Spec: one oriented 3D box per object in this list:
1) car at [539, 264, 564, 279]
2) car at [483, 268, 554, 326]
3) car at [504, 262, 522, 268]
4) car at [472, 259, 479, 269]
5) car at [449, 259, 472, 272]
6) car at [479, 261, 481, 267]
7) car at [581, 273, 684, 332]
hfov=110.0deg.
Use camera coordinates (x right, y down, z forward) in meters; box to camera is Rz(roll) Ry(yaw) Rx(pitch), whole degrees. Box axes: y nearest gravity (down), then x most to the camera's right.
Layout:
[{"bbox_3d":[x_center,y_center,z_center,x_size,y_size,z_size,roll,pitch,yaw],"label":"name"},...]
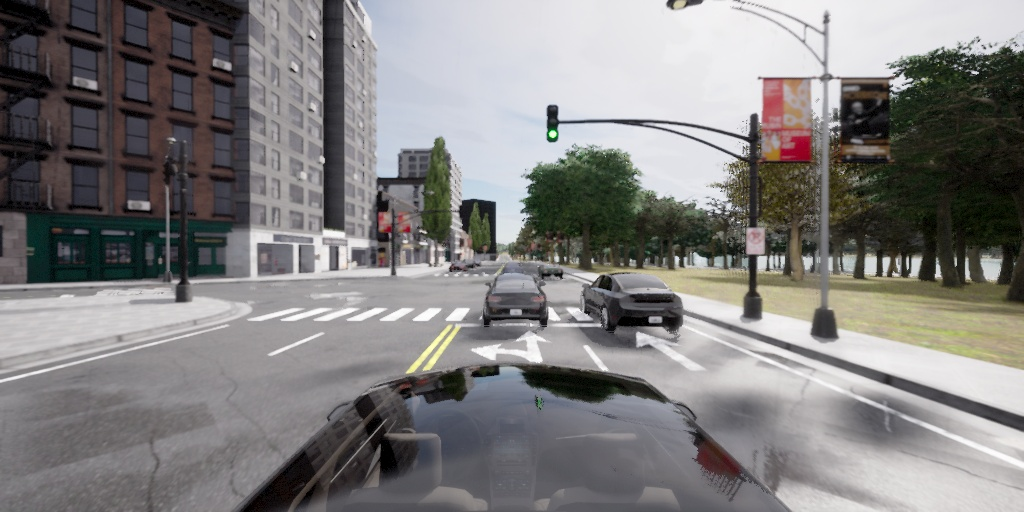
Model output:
[{"bbox_3d":[3.349,1.317,31.766,1.895,1.301,4.718,0,0,0],"label":"car"},{"bbox_3d":[0.102,1.265,11.459,1.812,1.442,4.674,0,0,0],"label":"car"},{"bbox_3d":[0.100,1.275,36.226,1.994,1.385,4.181,0,0,0],"label":"car"},{"bbox_3d":[-6.523,1.173,53.725,1.882,1.535,5.008,0,0,1],"label":"car"},{"bbox_3d":[-6.583,1.265,44.603,1.994,1.385,4.181,0,0,0],"label":"car"},{"bbox_3d":[-6.501,1.243,64.261,2.033,1.411,5.357,0,0,0],"label":"car"},{"bbox_3d":[3.349,1.245,10.785,1.837,1.490,4.892,0,0,0],"label":"car"}]
